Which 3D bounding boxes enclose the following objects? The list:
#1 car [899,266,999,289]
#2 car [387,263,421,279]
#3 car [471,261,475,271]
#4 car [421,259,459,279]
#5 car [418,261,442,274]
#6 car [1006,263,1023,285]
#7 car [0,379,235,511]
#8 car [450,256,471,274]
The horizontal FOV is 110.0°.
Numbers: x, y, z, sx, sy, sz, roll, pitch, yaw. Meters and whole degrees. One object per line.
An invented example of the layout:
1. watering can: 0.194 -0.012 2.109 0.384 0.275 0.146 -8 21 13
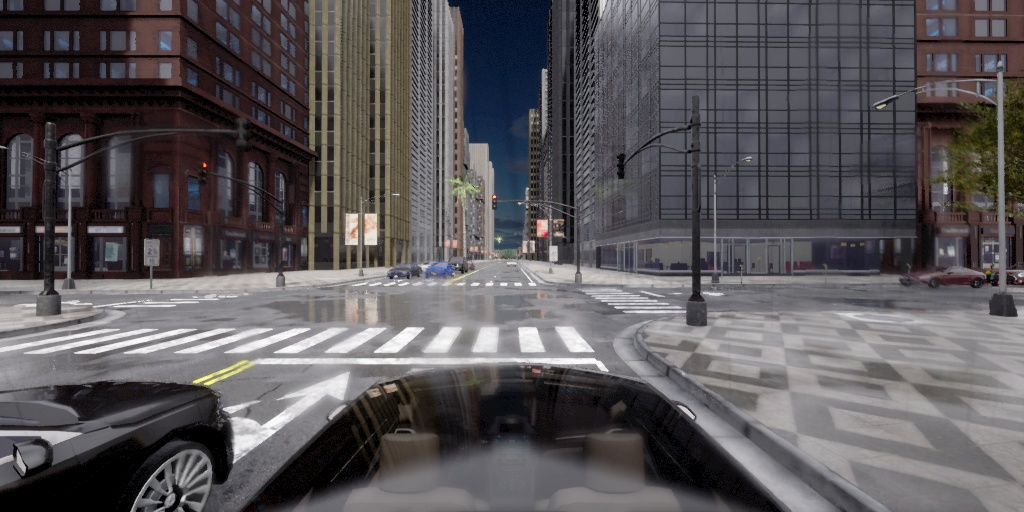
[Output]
1. car: 26.434 1.276 22.006 4.207 1.307 1.802 0 0 -1
2. car: -9.864 1.361 33.528 2.033 1.411 5.357 0 0 3
3. car: -6.658 1.411 53.956 1.812 1.442 4.674 0 0 0
4. car: -6.644 1.291 33.558 1.882 1.535 5.008 0 0 2
5. car: -9.914 1.371 43.715 1.812 1.442 4.674 0 0 0
6. car: 32.072 1.118 22.102 4.097 1.591 1.967 0 0 -1
7. car: -3.138 1.241 0.918 2.128 1.511 4.902 0 0 -1
8. car: -6.660 1.067 43.666 2.150 2.045 5.566 0 0 0
